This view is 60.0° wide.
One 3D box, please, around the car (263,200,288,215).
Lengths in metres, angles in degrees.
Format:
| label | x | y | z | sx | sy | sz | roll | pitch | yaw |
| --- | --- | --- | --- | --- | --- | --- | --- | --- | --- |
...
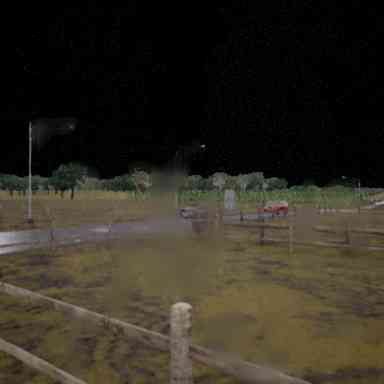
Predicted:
| label | x | y | z | sx | sy | sz | roll | pitch | yaw |
| --- | --- | --- | --- | --- | --- | --- | --- | --- | --- |
| car | 12.801 | 2.319 | 50.513 | 2.150 | 2.045 | 5.566 | 1 | -1 | 35 |

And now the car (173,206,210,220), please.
| label | x | y | z | sx | sy | sz | roll | pitch | yaw |
| --- | --- | --- | --- | --- | --- | --- | --- | --- | --- |
| car | -0.019 | 2.102 | 32.474 | 1.994 | 1.385 | 4.181 | 1 | -1 | 35 |
